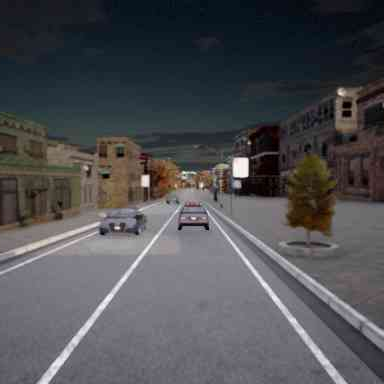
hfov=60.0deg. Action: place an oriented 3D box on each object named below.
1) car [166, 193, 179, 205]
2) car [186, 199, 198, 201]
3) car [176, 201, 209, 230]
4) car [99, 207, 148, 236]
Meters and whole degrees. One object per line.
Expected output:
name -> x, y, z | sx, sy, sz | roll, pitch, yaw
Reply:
car -> -3.480, 1.192, 60.291 | 2.150, 2.045, 5.566 | 0, 0, 1
car -> 0.021, 1.546, 42.866 | 1.895, 1.301, 4.718 | 0, 0, 0
car -> 0.088, 1.509, 20.860 | 2.033, 1.411, 5.357 | 0, 0, 0
car -> -3.589, 1.531, 17.988 | 1.994, 1.385, 4.181 | 0, 0, 0
